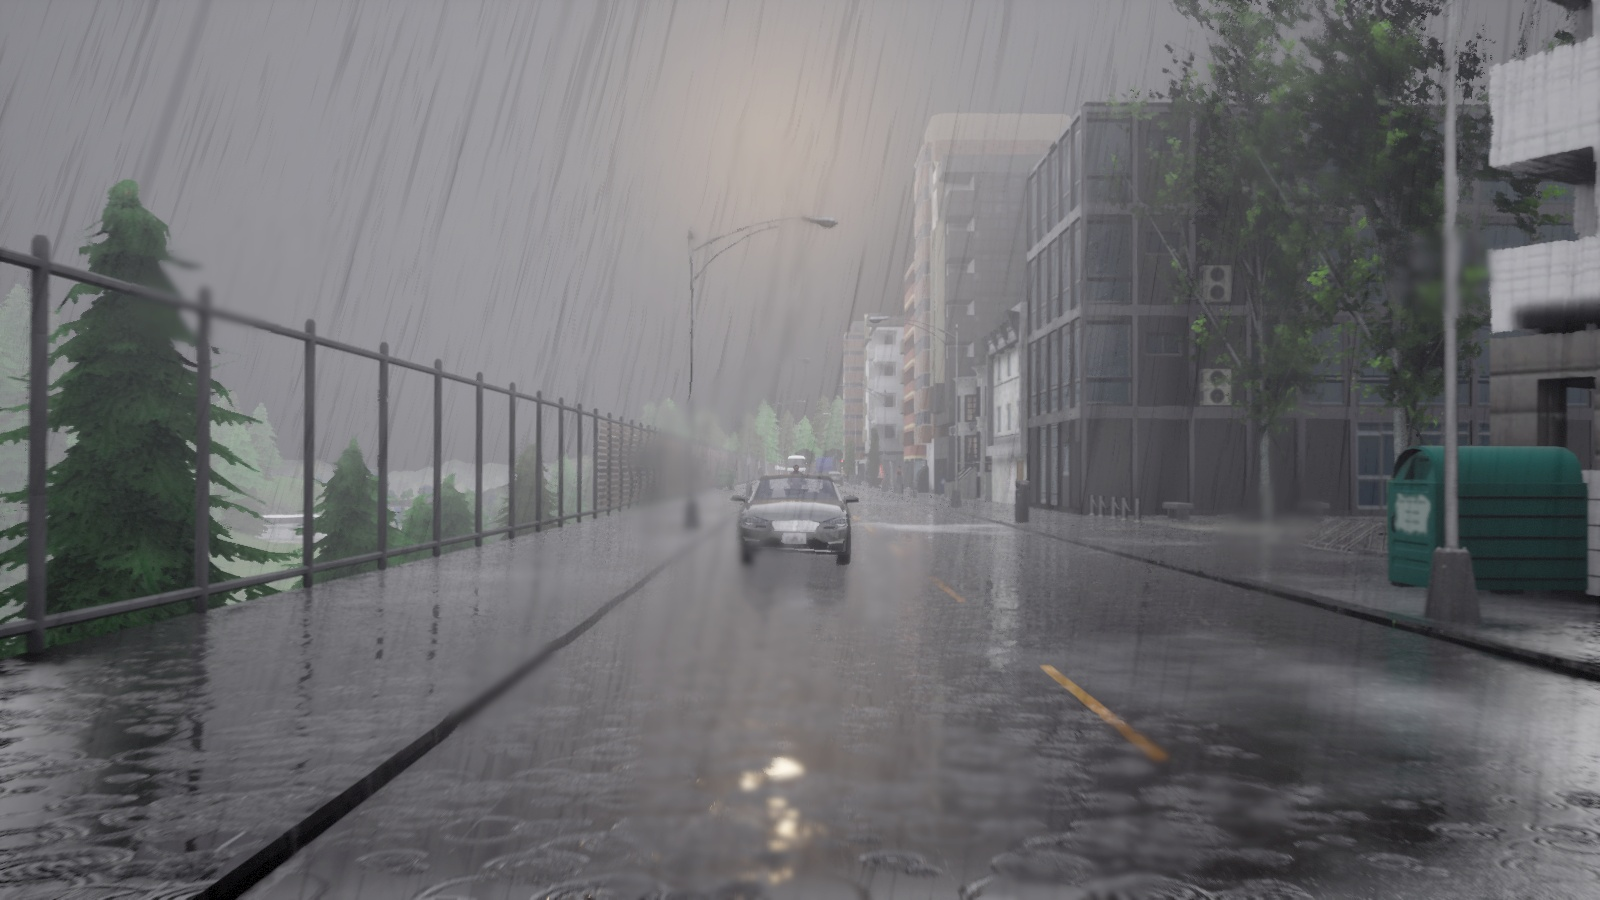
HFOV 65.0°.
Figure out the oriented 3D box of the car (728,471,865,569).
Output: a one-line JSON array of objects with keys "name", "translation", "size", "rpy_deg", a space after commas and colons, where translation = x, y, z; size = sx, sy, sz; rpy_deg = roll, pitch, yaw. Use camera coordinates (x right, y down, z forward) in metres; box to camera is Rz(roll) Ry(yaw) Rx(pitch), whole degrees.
[{"name": "car", "translation": [-0.062, 1.131, 22.012], "size": [2.128, 1.511, 4.902], "rpy_deg": [0, -1, 0]}]
